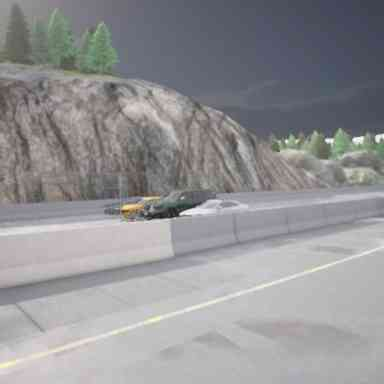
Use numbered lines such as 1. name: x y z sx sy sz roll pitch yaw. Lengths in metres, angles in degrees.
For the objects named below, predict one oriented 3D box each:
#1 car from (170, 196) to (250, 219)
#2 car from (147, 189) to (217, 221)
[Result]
1. car: 1.371 1.146 18.571 4.674 1.442 1.812 -2 1 -40
2. car: -0.615 0.842 21.465 5.566 2.045 2.150 -2 1 -40
